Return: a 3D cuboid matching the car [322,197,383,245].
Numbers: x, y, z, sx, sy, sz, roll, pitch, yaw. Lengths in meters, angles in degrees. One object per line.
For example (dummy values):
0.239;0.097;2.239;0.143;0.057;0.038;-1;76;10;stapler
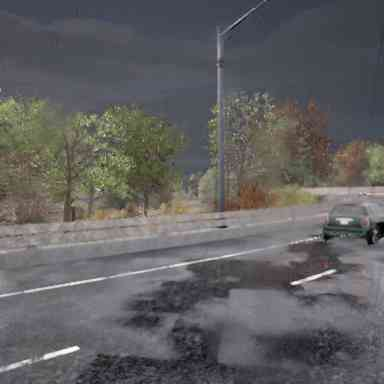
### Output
7.887;1.272;15.364;4.553;1.767;2.097;-1;0;-44;car
